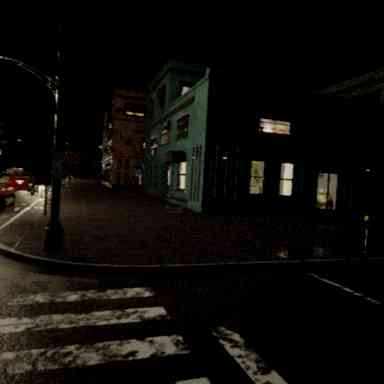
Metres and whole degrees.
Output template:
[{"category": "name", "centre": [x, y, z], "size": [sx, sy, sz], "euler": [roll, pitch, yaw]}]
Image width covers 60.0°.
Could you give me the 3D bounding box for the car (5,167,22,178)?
[{"category": "car", "centre": [-36.444, -3.982, 67.917], "size": [2.192, 1.841, 5.009], "euler": [4, 2, -19]}]

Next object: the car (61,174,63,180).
[{"category": "car", "centre": [-28.547, -3.481, 70.672], "size": [1.967, 1.590, 4.097], "euler": [4, 2, -19]}]

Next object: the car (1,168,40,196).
[{"category": "car", "centre": [-13.973, -0.763, 27.769], "size": [2.192, 1.841, 5.009], "euler": [4, 2, -19]}]

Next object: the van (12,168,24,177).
[{"category": "van", "centre": [-38.266, -4.311, 73.280], "size": [1.690, 1.788, 3.998], "euler": [4, 2, -19]}]

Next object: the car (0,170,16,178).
[{"category": "car", "centre": [-34.642, -3.392, 62.564], "size": [2.008, 1.369, 4.403], "euler": [4, 2, -19]}]

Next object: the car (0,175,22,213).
[{"category": "car", "centre": [-10.343, 0.072, 17.049], "size": [1.967, 1.590, 4.097], "euler": [4, 2, -19]}]
